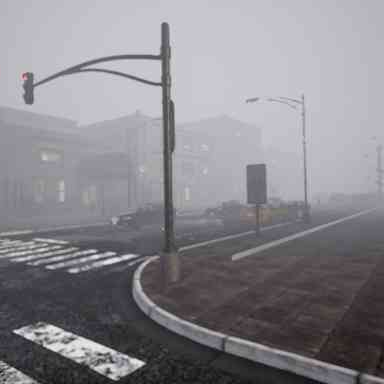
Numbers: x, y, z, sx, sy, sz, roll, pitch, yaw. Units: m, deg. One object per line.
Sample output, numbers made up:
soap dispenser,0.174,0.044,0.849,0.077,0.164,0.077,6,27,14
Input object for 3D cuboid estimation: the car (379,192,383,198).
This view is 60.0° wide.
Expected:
car,43.575,0.708,74.853,1.887,1.381,4.507,-1,0,36

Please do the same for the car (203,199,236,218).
car,2.924,1.473,28.788,1.895,1.301,4.718,-2,0,36

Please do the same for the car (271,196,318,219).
car,7.968,1.275,25.873,2.008,1.369,4.403,-1,0,36

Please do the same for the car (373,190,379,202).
car,27.397,0.914,51.844,1.837,1.490,4.892,-2,0,36

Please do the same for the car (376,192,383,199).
car,40.497,0.777,70.629,1.947,1.339,4.313,-1,0,36

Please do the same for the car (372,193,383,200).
car,37.244,0.827,66.153,1.947,1.339,4.313,-1,0,36

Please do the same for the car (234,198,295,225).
car,4.815,1.300,21.535,1.752,1.417,4.829,-1,0,36

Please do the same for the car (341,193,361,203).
car,26.991,0.943,56.474,2.128,1.511,4.902,-2,0,36

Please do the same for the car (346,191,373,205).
car,23.276,0.952,46.185,1.882,1.535,5.008,-2,0,36

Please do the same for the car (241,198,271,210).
car,7.700,1.408,39.752,1.802,1.307,4.206,-1,0,36

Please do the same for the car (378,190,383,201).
car,33.987,0.626,61.678,2.192,1.841,5.009,-1,0,36

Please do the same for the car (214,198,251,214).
car,4.347,1.405,35.139,1.752,1.417,4.829,-1,0,36

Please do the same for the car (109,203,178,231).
car,-2.908,1.457,20.750,2.128,1.511,4.902,-2,0,37

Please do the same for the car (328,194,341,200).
car,30.469,1.049,71.082,1.802,1.307,4.206,-1,0,36

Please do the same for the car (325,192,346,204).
car,21.760,0.886,49.273,2.097,1.767,4.553,-2,0,36

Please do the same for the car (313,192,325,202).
car,23.959,0.883,62.131,2.192,1.841,5.009,-1,0,36

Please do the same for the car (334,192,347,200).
car,33.720,0.857,75.557,1.967,1.590,4.097,-1,0,36
